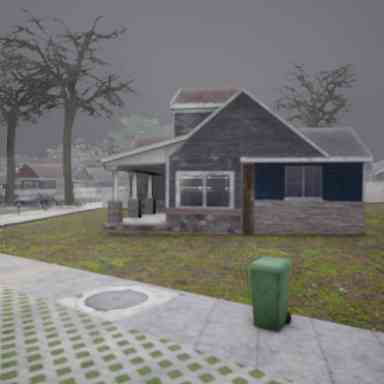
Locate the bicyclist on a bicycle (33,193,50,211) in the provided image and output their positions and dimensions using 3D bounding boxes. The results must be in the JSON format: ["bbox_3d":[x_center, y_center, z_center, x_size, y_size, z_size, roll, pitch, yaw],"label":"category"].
[{"bbox_3d":[-13.016,0.876,28.686,1.656,1.620,0.582,0,2,10],"label":"bicyclist on a bicycle"}]

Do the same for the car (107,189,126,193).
[{"bbox_3d":[-11.468,0.313,53.882,1.895,1.301,4.718,1,2,11],"label":"car"}]

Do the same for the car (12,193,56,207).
[{"bbox_3d":[-17.454,0.795,37.092,2.033,1.411,5.357,1,2,10],"label":"car"}]

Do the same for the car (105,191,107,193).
[{"bbox_3d":[-13.635,0.141,57.710,1.994,1.385,4.181,1,2,11],"label":"car"}]
